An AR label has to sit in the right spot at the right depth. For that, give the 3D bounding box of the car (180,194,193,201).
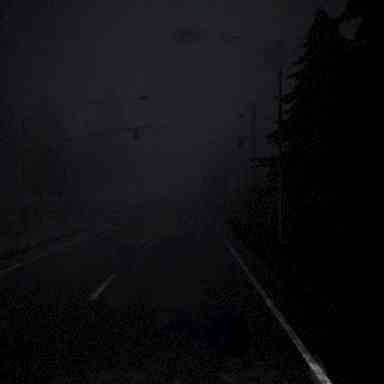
[{"bbox_3d":[-0.948,1.399,77.695,2.033,1.411,5.357,0,0,-7],"label":"car"}]

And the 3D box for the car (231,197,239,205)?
[{"bbox_3d":[8.842,1.076,53.081,4.605,1.855,1.932,0,0,-1],"label":"car"}]

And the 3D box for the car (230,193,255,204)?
[{"bbox_3d":[8.427,1.074,55.591,3.866,1.878,1.905,0,0,-1],"label":"car"}]
